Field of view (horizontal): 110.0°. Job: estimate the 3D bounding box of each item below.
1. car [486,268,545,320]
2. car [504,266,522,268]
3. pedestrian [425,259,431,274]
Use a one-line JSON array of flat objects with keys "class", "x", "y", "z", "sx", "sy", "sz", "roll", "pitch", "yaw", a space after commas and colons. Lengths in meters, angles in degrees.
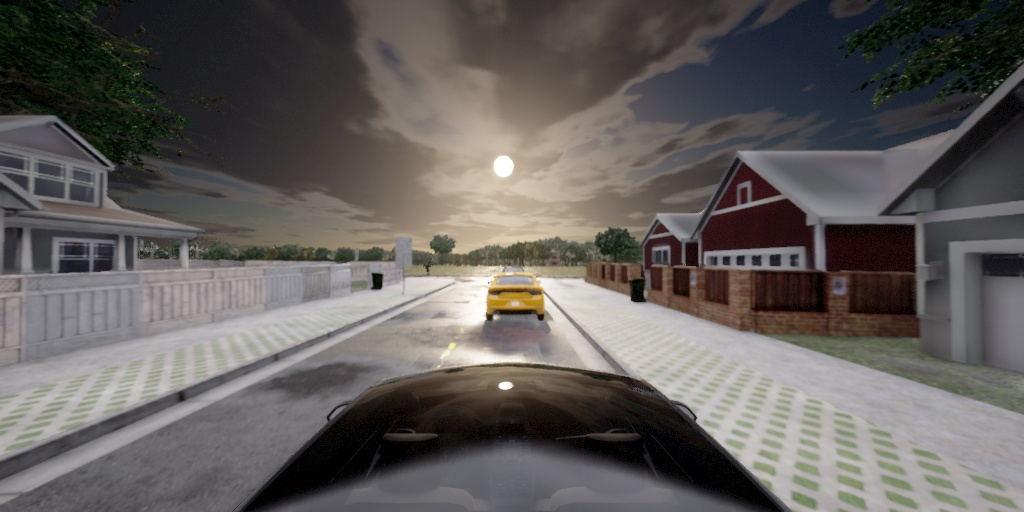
[{"class": "car", "x": 0.097, "y": 1.333, "z": 13.162, "sx": 1.882, "sy": 1.535, "sz": 5.008, "roll": 0, "pitch": -1, "yaw": 0}, {"class": "car", "x": 0.091, "y": 1.446, "z": 25.010, "sx": 1.882, "sy": 1.535, "sz": 5.008, "roll": 0, "pitch": -1, "yaw": 0}, {"class": "pedestrian", "x": -9.689, "y": 1.189, "z": 41.221, "sx": 0.375, "sy": 1.860, "sz": 0.375, "roll": 0, "pitch": -2, "yaw": 0}]
